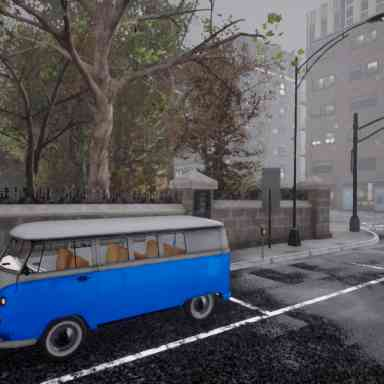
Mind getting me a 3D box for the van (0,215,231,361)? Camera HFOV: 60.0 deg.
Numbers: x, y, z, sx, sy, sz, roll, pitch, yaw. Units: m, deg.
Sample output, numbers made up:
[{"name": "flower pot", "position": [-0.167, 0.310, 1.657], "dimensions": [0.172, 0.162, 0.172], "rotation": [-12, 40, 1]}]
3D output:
[{"name": "van", "position": [-1.188, 1.342, 5.642], "dimensions": [3.998, 1.788, 1.690], "rotation": [0, 1, -35]}]
